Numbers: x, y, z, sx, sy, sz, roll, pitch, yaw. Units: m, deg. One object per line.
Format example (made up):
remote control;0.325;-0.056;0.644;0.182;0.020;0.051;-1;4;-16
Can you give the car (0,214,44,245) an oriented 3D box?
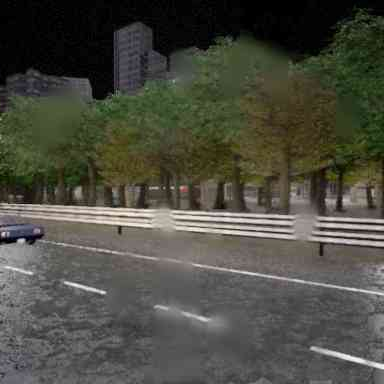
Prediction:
car;-8.416;1.603;14.179;4.718;1.301;1.895;0;0;36
